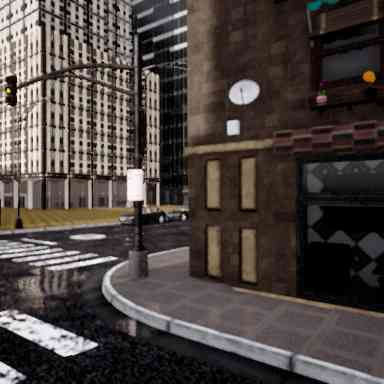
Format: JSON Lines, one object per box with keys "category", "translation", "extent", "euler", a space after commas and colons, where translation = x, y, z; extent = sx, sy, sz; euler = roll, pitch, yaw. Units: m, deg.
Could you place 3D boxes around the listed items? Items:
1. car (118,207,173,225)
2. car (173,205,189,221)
{"category": "car", "translation": [-3.827, 1.853, 26.143], "extent": [2.008, 1.369, 4.403], "euler": [-1, -2, 35]}
{"category": "car", "translation": [-0.625, 1.934, 30.699], "extent": [2.008, 1.369, 4.403], "euler": [-1, -2, 35]}
